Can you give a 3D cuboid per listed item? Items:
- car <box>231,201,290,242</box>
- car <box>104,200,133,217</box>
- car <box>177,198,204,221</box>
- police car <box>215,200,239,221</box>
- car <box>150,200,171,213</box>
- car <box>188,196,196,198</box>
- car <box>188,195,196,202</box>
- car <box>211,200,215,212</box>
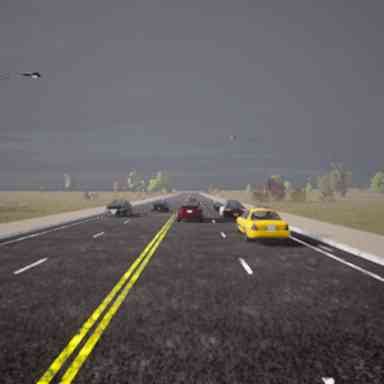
[{"bbox_3d":[3.254,1.438,16.227,1.801,1.575,5.366,0,0,0],"label":"car"},{"bbox_3d":[-6.593,1.452,30.397,2.128,1.511,4.902,0,0,0],"label":"car"},{"bbox_3d":[-0.121,1.470,26.801,2.163,1.488,4.792,0,0,1],"label":"car"},{"bbox_3d":[3.256,1.472,27.038,2.038,1.542,4.974,0,0,0],"label":"police car"},{"bbox_3d":[-3.341,1.515,35.817,1.994,1.385,4.181,0,0,0],"label":"car"},{"bbox_3d":[0.089,1.453,57.786,2.033,1.411,5.357,0,0,0],"label":"car"},{"bbox_3d":[0.015,1.462,75.511,1.895,1.301,4.718,0,0,0],"label":"car"},{"bbox_3d":[3.258,1.548,38.067,1.895,1.301,4.718,0,0,0],"label":"car"}]
